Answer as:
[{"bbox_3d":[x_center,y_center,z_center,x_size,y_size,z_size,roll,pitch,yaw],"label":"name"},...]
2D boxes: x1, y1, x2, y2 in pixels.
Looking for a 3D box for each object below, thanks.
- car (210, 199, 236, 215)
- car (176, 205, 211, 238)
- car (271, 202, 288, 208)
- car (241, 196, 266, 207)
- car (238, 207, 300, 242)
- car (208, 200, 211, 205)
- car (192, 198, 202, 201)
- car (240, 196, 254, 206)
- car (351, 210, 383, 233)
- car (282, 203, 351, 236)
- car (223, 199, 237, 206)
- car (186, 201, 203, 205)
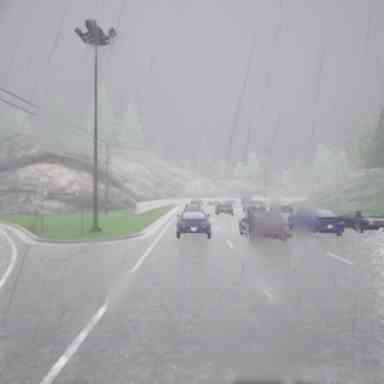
[{"bbox_3d":[3.595,1.841,38.221,2.128,1.511,4.902,0,-1,0],"label":"car"},{"bbox_3d":[0.083,1.699,18.920,1.812,1.442,4.674,0,-1,0],"label":"car"},{"bbox_3d":[10.582,1.885,39.313,1.812,1.442,4.674,0,-1,0],"label":"car"},{"bbox_3d":[7.095,1.699,37.975,2.097,1.767,4.553,0,-1,0],"label":"car"},{"bbox_3d":[3.597,1.705,17.175,2.033,1.411,5.357,0,-1,0],"label":"car"},{"bbox_3d":[4.800,2.214,72.378,1.994,1.385,4.181,0,-1,17],"label":"car"},{"bbox_3d":[1.131,2.137,72.076,1.882,1.535,5.008,0,-1,13],"label":"car"},{"bbox_3d":[11.989,1.885,72.220,2.150,2.045,5.566,0,-1,17],"label":"car"},{"bbox_3d":[10.598,1.792,20.812,1.895,1.301,4.718,0,-1,0],"label":"car"},{"bbox_3d":[7.097,1.657,19.550,1.882,1.535,5.008,0,-1,0],"label":"car"},{"bbox_3d":[8.255,2.196,71.807,2.033,1.411,5.357,0,-1,17],"label":"car"},{"bbox_3d":[0.096,1.937,36.732,1.895,1.301,4.718,0,-1,0],"label":"car"}]
